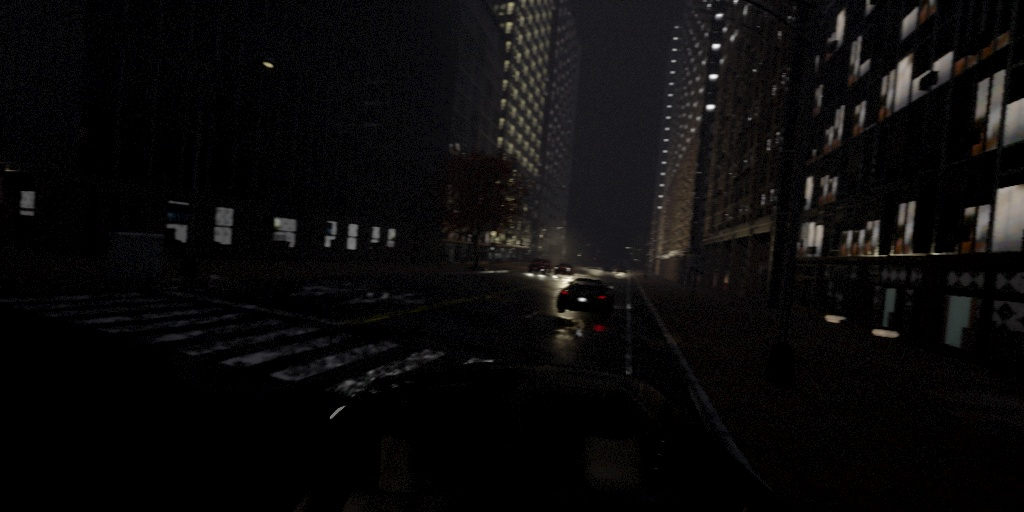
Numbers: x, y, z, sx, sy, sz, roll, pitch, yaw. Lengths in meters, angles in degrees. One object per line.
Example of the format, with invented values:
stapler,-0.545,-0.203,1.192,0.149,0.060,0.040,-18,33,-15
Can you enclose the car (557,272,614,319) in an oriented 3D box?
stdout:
car,3.177,1.616,14.910,1.994,1.385,4.181,5,0,18

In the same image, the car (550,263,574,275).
car,6.958,1.726,47.420,2.097,1.767,4.553,5,0,18

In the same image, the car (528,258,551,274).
car,3.875,1.308,48.370,2.150,2.045,5.566,5,0,18
